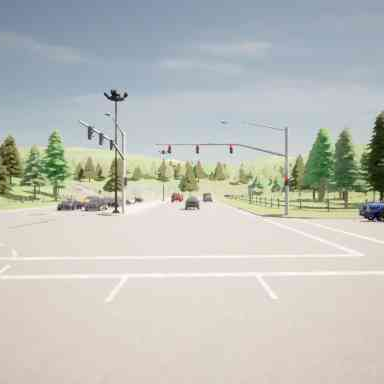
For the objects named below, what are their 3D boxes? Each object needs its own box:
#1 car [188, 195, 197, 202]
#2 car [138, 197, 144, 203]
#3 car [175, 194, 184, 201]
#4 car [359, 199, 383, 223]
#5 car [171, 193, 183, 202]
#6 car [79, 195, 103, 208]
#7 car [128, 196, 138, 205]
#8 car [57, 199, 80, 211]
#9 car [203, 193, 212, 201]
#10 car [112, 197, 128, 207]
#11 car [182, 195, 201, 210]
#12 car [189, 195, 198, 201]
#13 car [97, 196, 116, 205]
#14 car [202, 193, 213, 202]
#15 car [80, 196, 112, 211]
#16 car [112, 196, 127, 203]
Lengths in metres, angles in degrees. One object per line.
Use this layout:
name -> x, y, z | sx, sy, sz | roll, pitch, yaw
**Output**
car -> 0.095, 1.475, 74.233 | 1.882, 1.535, 5.008 | 0, 0, 1
car -> -11.445, 1.595, 69.931 | 1.895, 1.301, 4.718 | 0, 0, 0
car -> -3.178, 1.419, 84.598 | 1.882, 1.535, 5.008 | 0, 0, 2
car -> 15.611, 1.223, 24.908 | 5.566, 2.045, 2.150 | 0, 0, 1
car -> -3.409, 1.221, 73.853 | 2.150, 2.045, 5.566 | 0, 0, 1
car -> -15.057, 1.352, 49.756 | 2.097, 1.767, 4.553 | 0, 0, 0
car -> -11.533, 1.601, 59.738 | 1.895, 1.301, 4.718 | 0, 0, 1
car -> -15.058, 1.564, 41.249 | 1.994, 1.385, 4.181 | 0, 0, 1
car -> 3.820, 1.166, 84.439 | 2.150, 2.045, 5.566 | 0, 0, 2
car -> -11.561, 1.547, 50.154 | 2.033, 1.411, 5.357 | 0, 0, 0
car -> 0.032, 1.504, 43.214 | 1.837, 1.490, 4.892 | 0, 0, 0
car -> 0.321, 1.466, 84.503 | 2.128, 1.511, 4.902 | 0, 0, 2
car -> -15.029, 1.491, 58.635 | 2.128, 1.511, 4.902 | 0, 0, 0
car -> 3.591, 1.536, 73.814 | 2.033, 1.411, 5.357 | 0, 0, 1
car -> -11.570, 1.505, 40.415 | 1.837, 1.490, 4.892 | 0, 0, 0
car -> -14.946, 1.595, 68.777 | 1.895, 1.301, 4.718 | 0, 0, 0
